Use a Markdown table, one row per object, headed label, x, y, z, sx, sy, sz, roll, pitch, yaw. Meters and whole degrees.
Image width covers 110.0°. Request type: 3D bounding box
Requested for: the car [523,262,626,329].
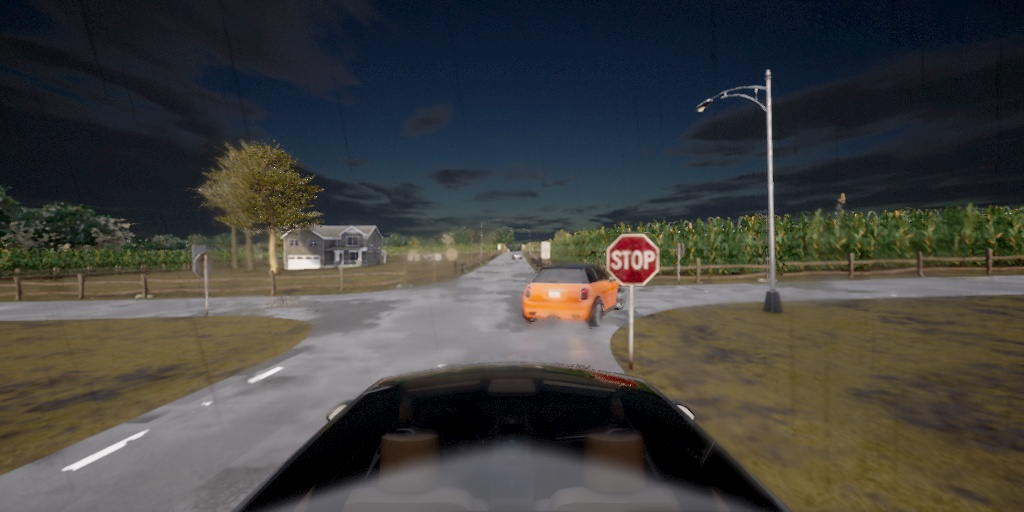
| label | x | y | z | sx | sy | sz | roll | pitch | yaw |
| --- | --- | --- | --- | --- | --- | --- | --- | --- | --- |
| car | 2.110 | 1.013 | 11.347 | 2.097 | 1.767 | 4.553 | -1 | 1 | 27 |
